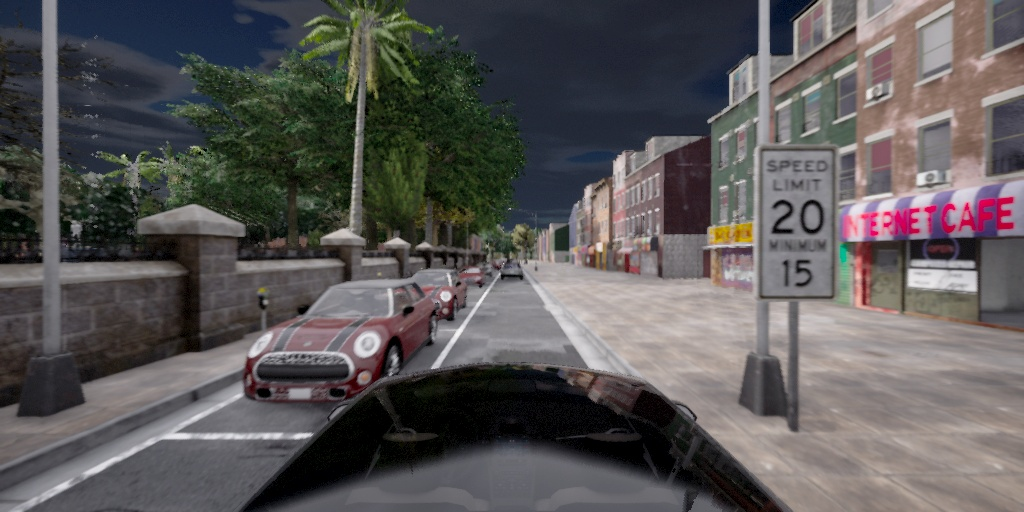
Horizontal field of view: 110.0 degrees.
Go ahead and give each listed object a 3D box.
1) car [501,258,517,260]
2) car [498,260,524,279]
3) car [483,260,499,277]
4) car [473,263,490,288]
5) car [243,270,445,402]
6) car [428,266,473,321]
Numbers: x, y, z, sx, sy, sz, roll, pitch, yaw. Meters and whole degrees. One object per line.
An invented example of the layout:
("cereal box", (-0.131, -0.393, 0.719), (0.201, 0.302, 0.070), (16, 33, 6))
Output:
("car", (0.041, 1.112, 46.578), (2.097, 1.767, 4.553), (0, 0, 0))
("car", (0.007, 1.305, 32.030), (1.994, 1.385, 4.181), (0, 0, 0))
("car", (-2.649, 1.294, 34.899), (2.007, 1.370, 4.403), (0, 0, 0))
("car", (-2.645, 1.318, 23.522), (1.802, 1.307, 4.207), (0, 0, 0))
("car", (-2.640, 1.184, 6.457), (1.967, 1.591, 4.097), (0, 0, 0))
("car", (-2.640, 1.179, 12.145), (1.967, 1.591, 4.097), (0, 0, 0))
